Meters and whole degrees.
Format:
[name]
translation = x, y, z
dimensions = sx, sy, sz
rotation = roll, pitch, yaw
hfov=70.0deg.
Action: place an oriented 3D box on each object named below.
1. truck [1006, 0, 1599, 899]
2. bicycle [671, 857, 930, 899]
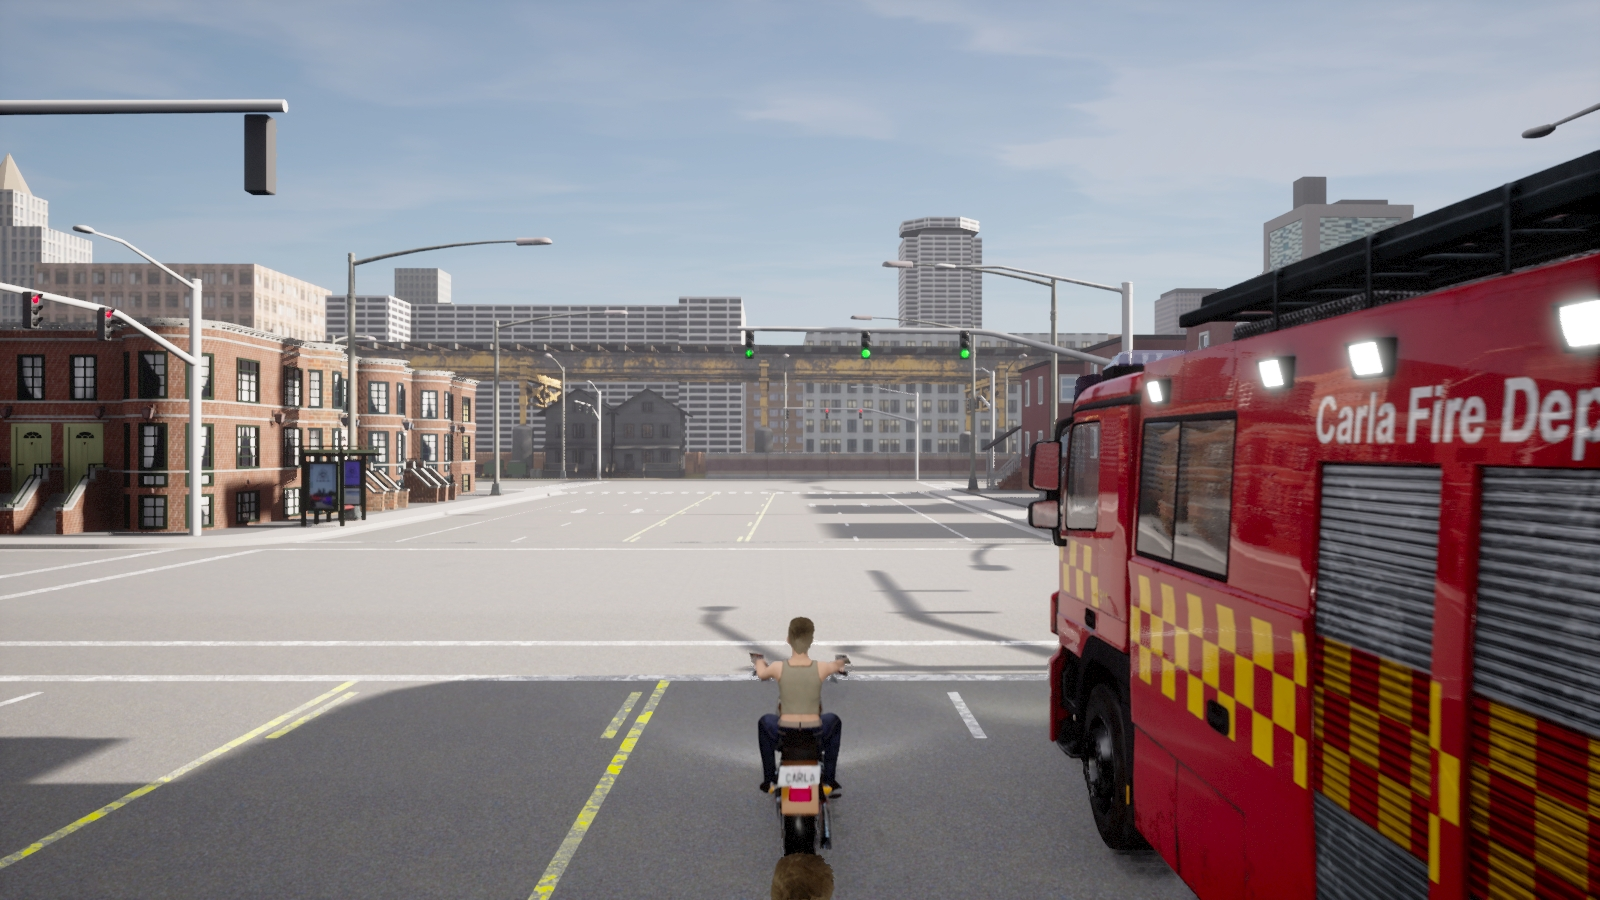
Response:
[truck]
translation = 3.249, 0.889, 5.751
dimensions = 2.891, 3.827, 8.468
rotation = 0, 0, 0
[bicycle]
translation = 0.000, 2.144, 3.447
dimensions = 0.859, 1.301, 1.487
rotation = 0, 0, 0
